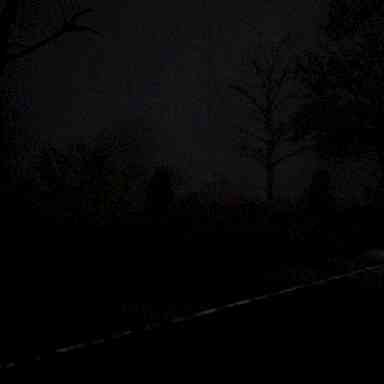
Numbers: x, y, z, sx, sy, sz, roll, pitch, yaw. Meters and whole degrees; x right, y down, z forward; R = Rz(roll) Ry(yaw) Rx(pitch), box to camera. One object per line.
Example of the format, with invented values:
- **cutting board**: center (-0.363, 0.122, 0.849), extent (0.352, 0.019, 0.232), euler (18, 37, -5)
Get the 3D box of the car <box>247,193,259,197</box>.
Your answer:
- **car**: center (12.609, 0.949, 69.951), extent (2.128, 1.511, 4.902), euler (-1, 1, -35)
